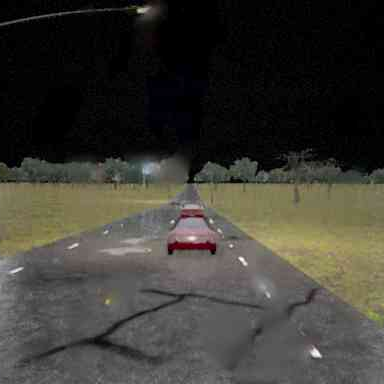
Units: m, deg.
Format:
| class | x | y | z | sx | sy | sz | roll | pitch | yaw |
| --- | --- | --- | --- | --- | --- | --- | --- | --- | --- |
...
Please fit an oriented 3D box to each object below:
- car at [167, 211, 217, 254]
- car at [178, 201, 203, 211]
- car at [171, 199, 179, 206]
| class | x | y | z | sx | sy | sz | roll | pitch | yaw |
| --- | --- | --- | --- | --- | --- | --- | --- | --- | --- |
| car | 0.004 | 1.710 | 14.324 | 1.994 | 1.385 | 4.181 | 0 | -1 | 0 |
| car | 0.000 | 1.775 | 29.475 | 1.882 | 1.535 | 5.008 | 0 | 0 | 0 |
| car | -3.514 | 2.165 | 71.548 | 2.033 | 1.411 | 5.357 | 0 | 0 | 0 |
